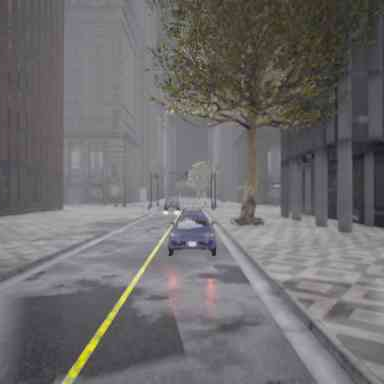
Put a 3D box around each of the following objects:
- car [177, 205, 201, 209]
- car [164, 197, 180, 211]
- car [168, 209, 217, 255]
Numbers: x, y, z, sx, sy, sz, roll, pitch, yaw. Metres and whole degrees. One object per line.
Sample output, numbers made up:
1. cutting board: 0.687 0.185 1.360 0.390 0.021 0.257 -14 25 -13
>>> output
1. car: 0.029 1.883 28.265 1.895 1.301 4.718 0 -1 1
2. car: -2.992 1.730 50.519 2.150 2.045 5.566 0 -1 0
3. car: 0.029 1.664 13.907 1.812 1.442 4.674 0 0 0
